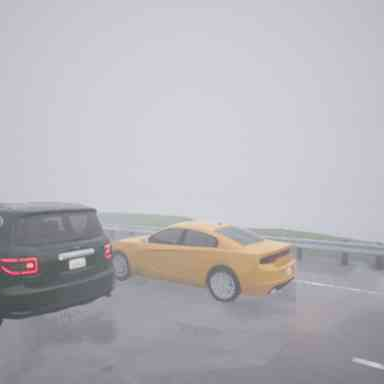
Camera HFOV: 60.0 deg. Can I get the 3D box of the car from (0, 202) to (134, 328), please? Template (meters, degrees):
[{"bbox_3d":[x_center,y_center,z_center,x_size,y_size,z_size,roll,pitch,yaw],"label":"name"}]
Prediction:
[{"bbox_3d":[-4.003,1.230,6.845,5.566,2.045,2.150,0,0,35],"label":"car"}]

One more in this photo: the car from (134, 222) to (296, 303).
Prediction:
[{"bbox_3d":[-0.016,1.483,8.300,5.008,1.535,1.882,0,0,35],"label":"car"}]
